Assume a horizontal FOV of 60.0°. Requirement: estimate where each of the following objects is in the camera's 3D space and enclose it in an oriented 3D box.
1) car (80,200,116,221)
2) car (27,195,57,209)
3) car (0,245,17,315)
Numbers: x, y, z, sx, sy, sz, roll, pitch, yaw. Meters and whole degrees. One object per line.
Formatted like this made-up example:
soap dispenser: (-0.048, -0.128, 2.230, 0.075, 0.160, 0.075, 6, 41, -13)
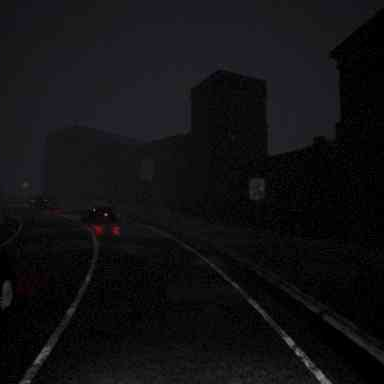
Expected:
car: (-7.010, 1.344, 24.826, 1.812, 1.442, 4.674, 2, 0, -29)
car: (-16.827, 1.040, 37.223, 2.128, 1.511, 4.902, 4, -1, -45)
car: (-4.060, 1.471, 4.531, 1.837, 1.490, 4.892, 1, 1, -8)
